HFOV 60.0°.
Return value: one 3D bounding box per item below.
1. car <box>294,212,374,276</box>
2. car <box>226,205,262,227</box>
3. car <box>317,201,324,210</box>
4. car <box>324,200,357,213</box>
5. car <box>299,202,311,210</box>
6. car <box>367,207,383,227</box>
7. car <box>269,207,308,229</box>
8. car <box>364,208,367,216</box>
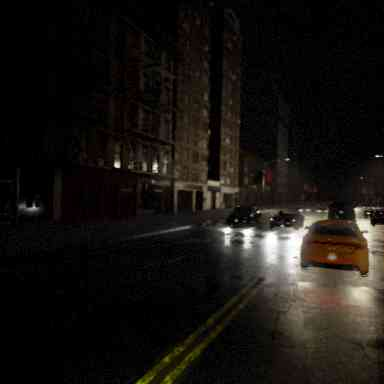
[{"bbox_3d":[4.919,1.690,11.436,1.882,1.535,5.008,1,-1,25],"label":"car"},{"bbox_3d":[4.137,1.818,25.716,1.837,1.490,4.892,1,-1,25],"label":"car"},{"bbox_3d":[24.279,2.433,61.364,2.097,1.767,4.553,1,-1,25],"label":"car"},{"bbox_3d":[13.261,1.779,29.492,2.150,2.045,5.566,1,0,24],"label":"car"},{"bbox_3d":[21.483,2.572,63.042,2.033,1.411,5.357,1,-1,25],"label":"car"},{"bbox_3d":[16.020,2.208,27.781,1.895,1.301,4.718,1,-1,25],"label":"car"},{"bbox_3d":[6.879,1.963,23.908,1.895,1.301,4.718,1,-1,25],"label":"car"},{"bbox_3d":[20.641,2.400,37.841,1.895,1.301,4.718,1,-1,25],"label":"car"}]
